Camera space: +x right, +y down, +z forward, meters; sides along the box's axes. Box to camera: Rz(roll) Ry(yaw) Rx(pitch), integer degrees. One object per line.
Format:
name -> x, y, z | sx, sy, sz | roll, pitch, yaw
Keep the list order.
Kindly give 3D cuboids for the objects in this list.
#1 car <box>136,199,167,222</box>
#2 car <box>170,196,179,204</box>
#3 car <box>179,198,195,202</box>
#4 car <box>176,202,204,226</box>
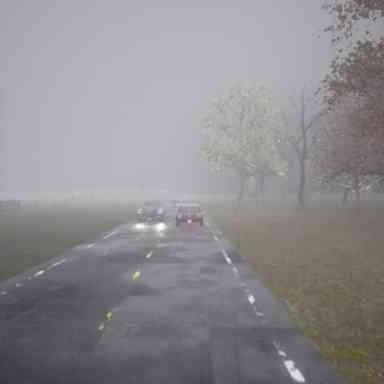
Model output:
car -> -3.145, 1.404, 26.661 | 2.097, 1.767, 4.553 | 0, 0, 0
car -> -3.419, 1.573, 66.868 | 1.882, 1.535, 5.008 | 0, 0, 0
car -> -0.354, 1.669, 42.941 | 1.895, 1.301, 4.718 | 0, 0, 0
car -> -0.175, 1.644, 24.056 | 1.895, 1.301, 4.718 | 0, 0, 0
